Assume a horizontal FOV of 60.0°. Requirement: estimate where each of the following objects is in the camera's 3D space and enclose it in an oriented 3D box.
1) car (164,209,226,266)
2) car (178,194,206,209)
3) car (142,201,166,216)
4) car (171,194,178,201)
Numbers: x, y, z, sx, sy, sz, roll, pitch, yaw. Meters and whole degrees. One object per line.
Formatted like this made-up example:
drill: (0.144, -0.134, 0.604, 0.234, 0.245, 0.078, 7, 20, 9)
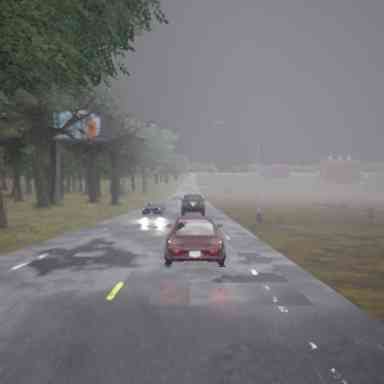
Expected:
car: (0.093, 1.536, 11.420, 1.812, 1.442, 4.674, 0, 0, 0)
car: (0.103, 1.197, 31.474, 2.150, 2.045, 5.566, 0, 0, 0)
car: (-3.594, 1.575, 31.800, 1.895, 1.301, 4.718, 0, 0, 0)
car: (-3.489, 1.094, 73.163, 1.812, 1.442, 4.674, 0, 1, 0)
